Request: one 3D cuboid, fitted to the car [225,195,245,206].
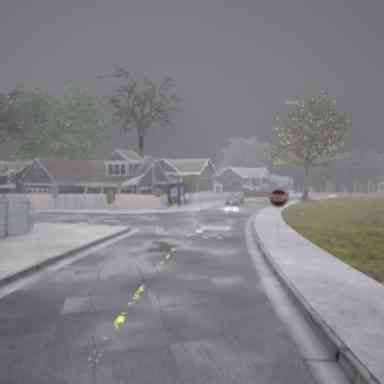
[{"bbox_3d":[5.918,1.151,45.484,2.128,1.511,4.902,1,2,20],"label":"car"}]
